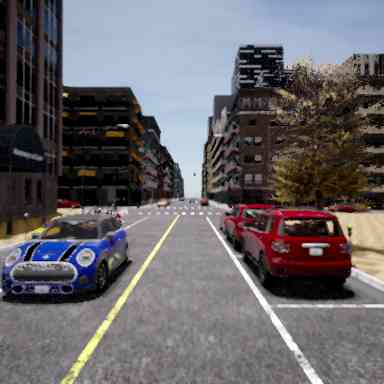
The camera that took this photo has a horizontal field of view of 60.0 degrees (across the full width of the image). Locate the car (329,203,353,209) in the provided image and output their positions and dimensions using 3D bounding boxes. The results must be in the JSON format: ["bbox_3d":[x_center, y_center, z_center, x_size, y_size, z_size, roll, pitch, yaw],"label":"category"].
[{"bbox_3d":[20.849,2.184,45.472,4.097,1.590,1.967,1,-2,0],"label":"car"}]

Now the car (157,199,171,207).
[{"bbox_3d":[-5.679,2.143,64.105,1.752,1.417,4.829,1,-1,0],"label":"car"}]

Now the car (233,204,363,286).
[{"bbox_3d":[2.700,1.408,9.632,2.192,1.841,5.009,1,-1,0],"label":"car"}]

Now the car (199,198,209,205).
[{"bbox_3d":[2.702,2.166,75.308,1.967,1.590,4.097,1,-1,0],"label":"car"}]

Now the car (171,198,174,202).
[{"bbox_3d":[-5.680,2.272,75.321,1.887,1.381,4.507,1,-1,0],"label":"car"}]

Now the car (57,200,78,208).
[{"bbox_3d":[-17.250,1.695,45.154,4.507,1.381,1.887,1,-2,0],"label":"car"}]

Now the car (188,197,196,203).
[{"bbox_3d":[0.004,2.398,91.462,1.812,1.442,4.674,0,-1,0],"label":"car"}]

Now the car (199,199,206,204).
[{"bbox_3d":[2.702,2.416,86.353,1.802,1.307,4.206,1,-1,0],"label":"car"}]

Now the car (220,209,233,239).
[{"bbox_3d":[2.700,1.461,15.192,2.192,1.841,5.009,1,-1,0],"label":"car"}]

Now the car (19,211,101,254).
[{"bbox_3d":[-5.682,1.671,15.022,1.752,1.417,4.829,1,-1,0],"label":"car"}]

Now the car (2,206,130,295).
[{"bbox_3d":[-3.100,1.441,9.117,2.097,1.767,4.553,0,-1,0],"label":"car"}]

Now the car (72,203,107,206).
[{"bbox_3d":[-5.680,1.640,20.752,1.967,1.590,4.097,1,-1,0],"label":"car"}]

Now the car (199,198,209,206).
[{"bbox_3d":[2.701,2.217,69.783,1.887,1.381,4.507,1,-1,0],"label":"car"}]
